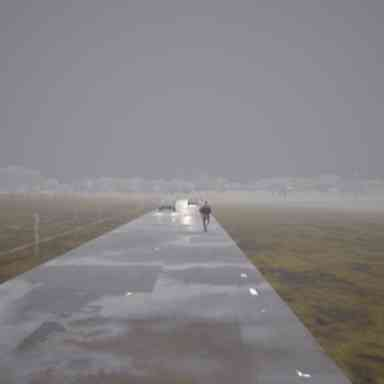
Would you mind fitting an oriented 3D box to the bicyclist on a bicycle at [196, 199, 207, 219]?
[{"bbox_3d":[0.822,1.406,28.233,0.866,1.612,1.509,0,0,0],"label":"bicyclist on a bicycle"}]

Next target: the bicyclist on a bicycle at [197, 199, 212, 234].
[{"bbox_3d":[0.770,1.349,17.995,0.659,1.776,1.843,0,0,0],"label":"bicyclist on a bicycle"}]

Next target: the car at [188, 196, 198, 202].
[{"bbox_3d":[0.236,1.524,74.009,2.033,1.411,5.357,0,0,0],"label":"car"}]

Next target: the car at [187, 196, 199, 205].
[{"bbox_3d":[0.241,1.528,56.282,1.994,1.385,4.181,0,0,0],"label":"car"}]

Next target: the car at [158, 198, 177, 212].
[{"bbox_3d":[-2.775,1.441,38.053,1.882,1.535,5.008,0,0,0],"label":"car"}]
